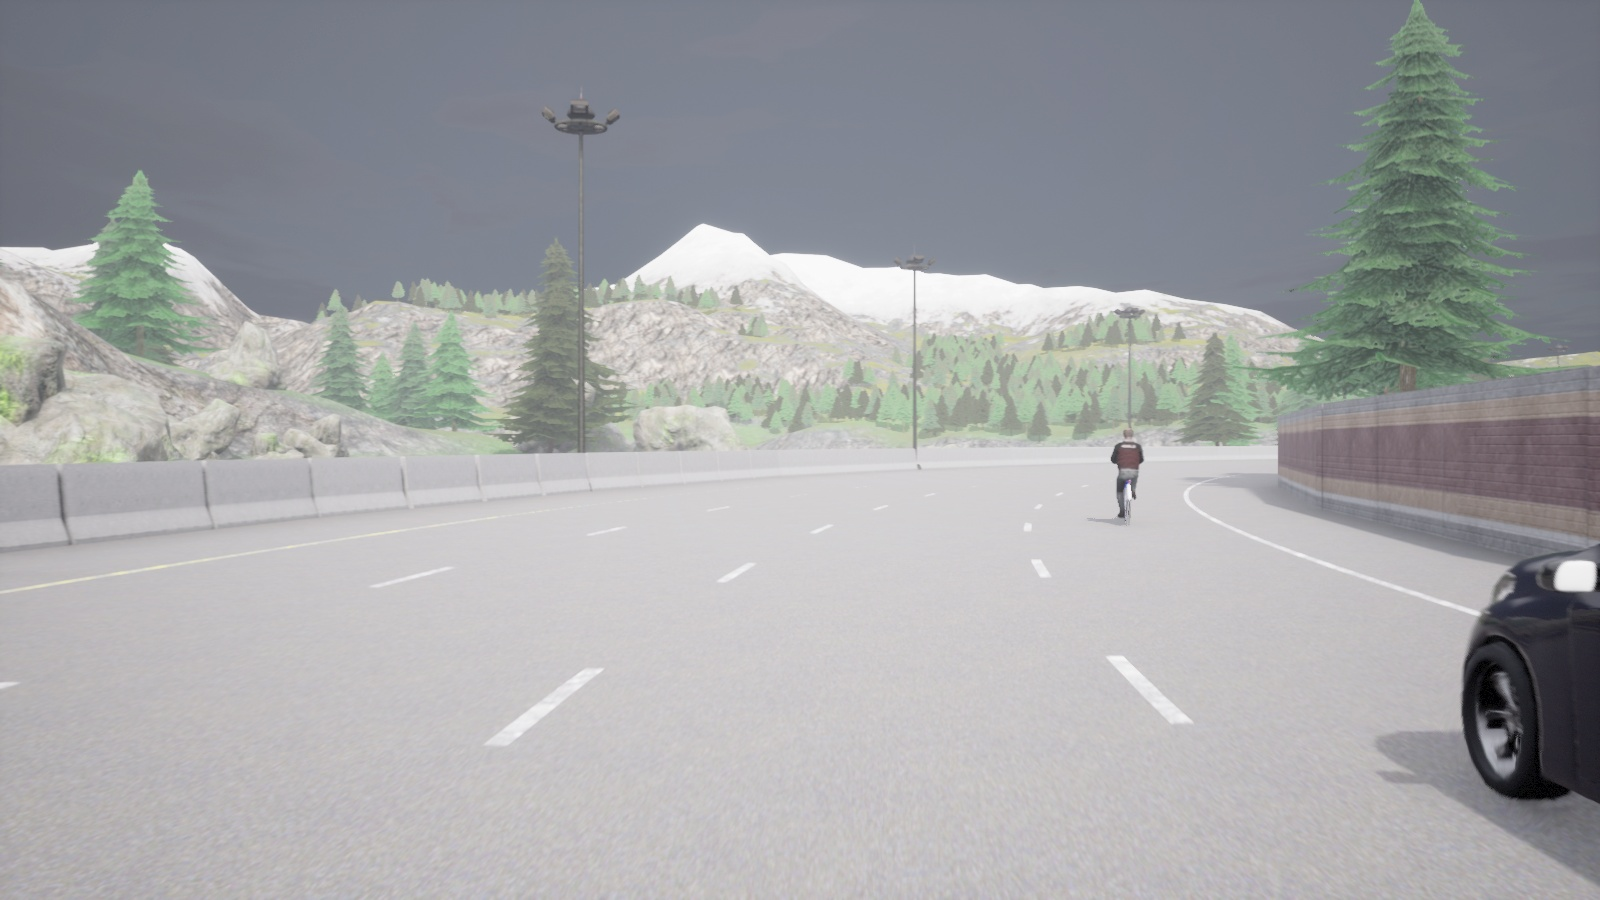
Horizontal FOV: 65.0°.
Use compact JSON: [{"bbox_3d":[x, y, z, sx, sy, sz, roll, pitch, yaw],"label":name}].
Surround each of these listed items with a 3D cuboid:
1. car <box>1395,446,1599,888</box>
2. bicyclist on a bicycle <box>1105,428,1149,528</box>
[{"bbox_3d":[3.640,0.742,4.053,1.845,1.501,3.633,0,0,3],"label":"car"},{"bbox_3d":[6.060,0.493,23.337,0.659,1.776,1.843,1,1,11],"label":"bicyclist on a bicycle"}]
